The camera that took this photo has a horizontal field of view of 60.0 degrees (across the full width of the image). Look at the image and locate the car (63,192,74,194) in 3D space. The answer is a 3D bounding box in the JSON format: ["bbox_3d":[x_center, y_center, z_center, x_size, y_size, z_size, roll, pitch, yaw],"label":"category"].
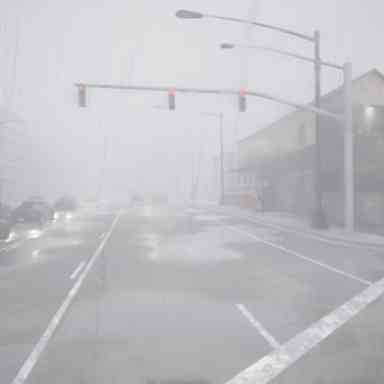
[{"bbox_3d":[-19.124,0.831,51.360,2.097,1.767,4.553,-1,0,-9],"label":"car"}]

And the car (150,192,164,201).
[{"bbox_3d":[-6.328,0.860,59.666,2.128,1.511,4.902,-1,-1,-10],"label":"car"}]

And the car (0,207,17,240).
[{"bbox_3d":[-9.318,1.595,14.005,1.994,1.385,4.181,-1,1,-9],"label":"car"}]

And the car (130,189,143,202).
[{"bbox_3d":[-9.787,0.634,59.114,2.150,2.045,5.566,-1,-1,-10],"label":"car"}]

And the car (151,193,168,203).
[{"bbox_3d":[-4.653,0.872,49.795,1.994,1.385,4.181,-1,0,-10],"label":"car"}]

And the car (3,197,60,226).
[{"bbox_3d":[-10.826,1.370,22.848,1.882,1.535,5.008,-1,1,-10],"label":"car"}]

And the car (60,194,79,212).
[{"bbox_3d":[-12.575,1.201,33.189,1.994,1.385,4.181,-1,2,-9],"label":"car"}]

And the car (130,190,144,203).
[{"bbox_3d":[-8.104,0.876,49.210,1.812,1.442,4.674,-1,0,-10],"label":"car"}]

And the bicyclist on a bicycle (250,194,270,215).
[{"bbox_3d":[5.344,0.985,26.087,1.656,1.620,0.582,-1,1,-10],"label":"bicyclist on a bicycle"}]

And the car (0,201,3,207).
[{"bbox_3d":[-14.542,1.377,23.828,1.882,1.535,5.008,-1,1,-10],"label":"car"}]

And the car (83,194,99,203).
[{"bbox_3d":[-15.622,0.965,51.647,1.812,1.442,4.674,-1,0,-9],"label":"car"}]
